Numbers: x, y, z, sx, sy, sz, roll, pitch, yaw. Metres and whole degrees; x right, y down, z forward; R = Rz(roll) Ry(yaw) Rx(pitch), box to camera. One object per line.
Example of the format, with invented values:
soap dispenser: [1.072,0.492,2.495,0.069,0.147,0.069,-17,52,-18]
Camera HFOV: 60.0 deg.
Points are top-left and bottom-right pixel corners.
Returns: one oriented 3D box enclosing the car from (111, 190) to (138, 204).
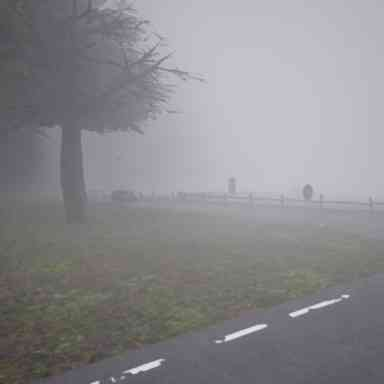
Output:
car: [-8.761,0.526,43.049,2.097,1.767,4.553,-2,2,-36]
